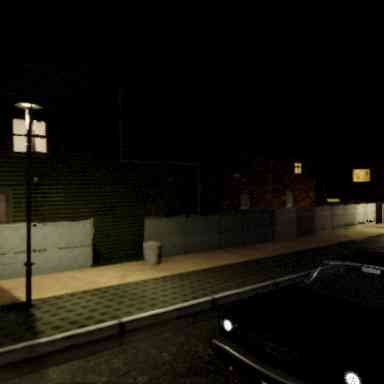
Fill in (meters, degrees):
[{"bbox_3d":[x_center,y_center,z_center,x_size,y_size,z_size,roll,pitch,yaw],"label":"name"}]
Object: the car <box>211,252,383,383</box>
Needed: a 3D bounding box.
[{"bbox_3d":[2.533,1.615,4.587,4.718,1.301,1.895,0,0,-38],"label":"car"}]
